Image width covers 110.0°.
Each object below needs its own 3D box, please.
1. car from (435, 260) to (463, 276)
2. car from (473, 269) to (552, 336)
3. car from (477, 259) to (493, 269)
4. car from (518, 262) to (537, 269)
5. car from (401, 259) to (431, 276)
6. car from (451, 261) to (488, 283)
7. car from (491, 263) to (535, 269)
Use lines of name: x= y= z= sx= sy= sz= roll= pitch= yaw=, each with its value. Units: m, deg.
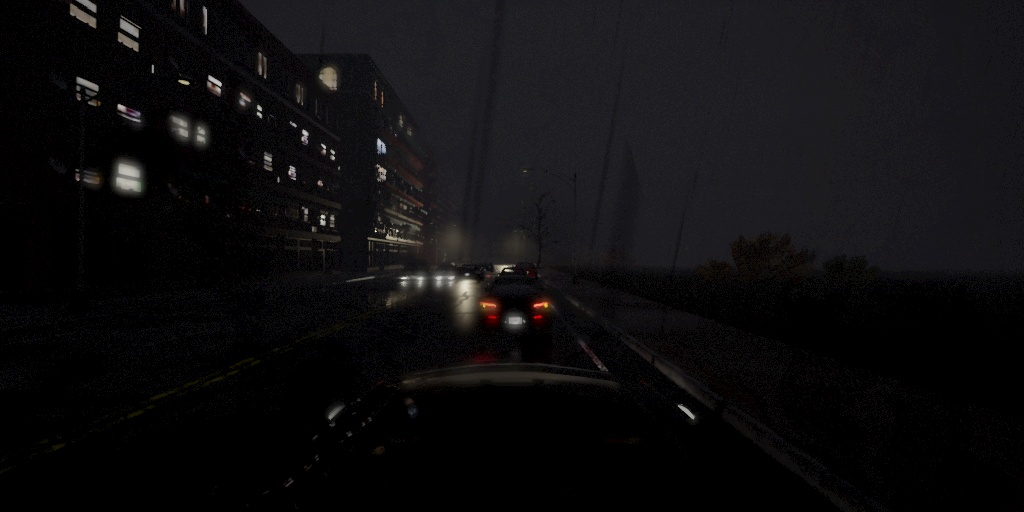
car: x=-6.676 y=1.312 z=37.304 sx=1.994 sy=1.385 sz=4.181 roll=0 pitch=0 yaw=0
car: x=0.073 y=1.276 z=10.284 sx=1.812 sy=1.442 sz=4.674 roll=0 pitch=0 yaw=0
car: x=-3.240 y=1.347 z=44.462 sx=1.895 sy=1.301 sz=4.718 roll=0 pitch=0 yaw=0
car: x=1.077 y=1.227 z=29.979 sx=1.882 sy=1.535 sz=5.008 roll=0 pitch=0 yaw=0
car: x=-9.927 y=1.100 z=37.345 sx=2.097 sy=1.767 sz=4.553 roll=0 pitch=0 yaw=0
car: x=-3.204 y=1.311 z=27.719 sx=1.994 sy=1.385 sz=4.181 roll=0 pitch=0 yaw=0
car: x=0.061 y=1.314 z=20.452 sx=1.994 sy=1.385 sz=4.181 roll=0 pitch=0 yaw=0
